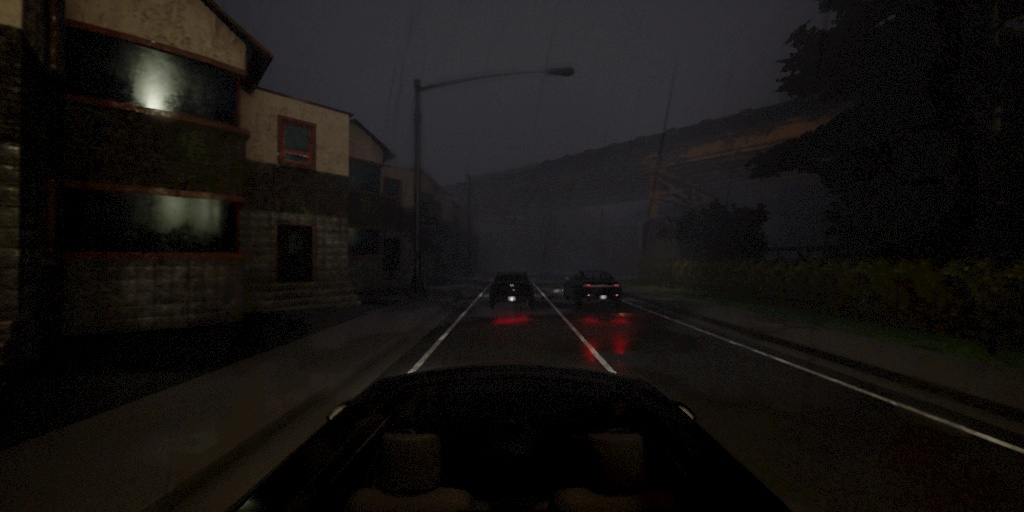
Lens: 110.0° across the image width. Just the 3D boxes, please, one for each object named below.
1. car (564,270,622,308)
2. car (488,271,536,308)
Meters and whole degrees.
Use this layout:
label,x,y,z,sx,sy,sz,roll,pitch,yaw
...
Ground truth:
label,x,y,z,sx,sy,sz,roll,pitch,yaw
car,3.502,1.380,16.152,2.128,1.511,4.902,0,0,0
car,0.002,1.395,16.179,1.837,1.490,4.892,0,0,0
